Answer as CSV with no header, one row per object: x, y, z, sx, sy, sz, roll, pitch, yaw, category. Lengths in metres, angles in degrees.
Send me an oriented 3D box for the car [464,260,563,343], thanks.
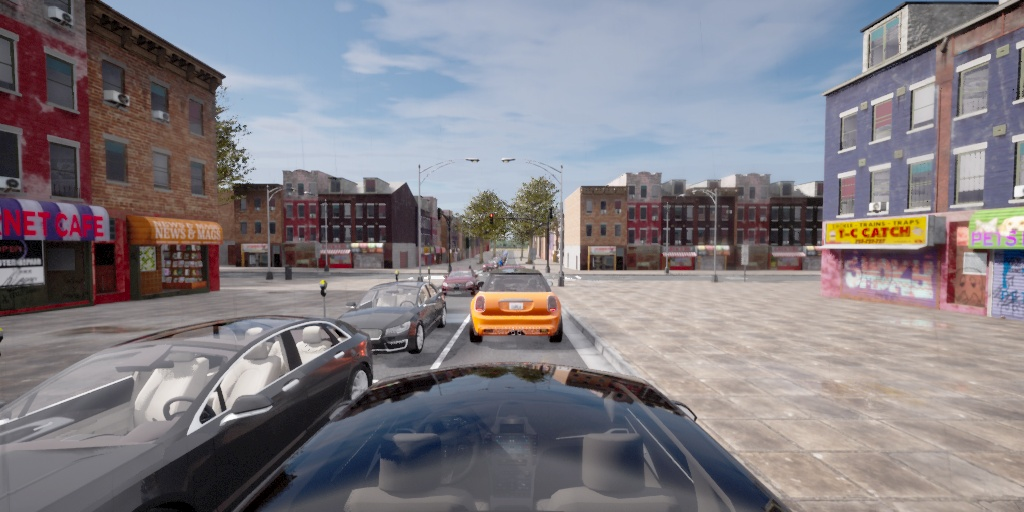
0.083,1.101,9.857,2.097,1.767,4.553,0,0,0,car

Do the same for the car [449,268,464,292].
-2.677,1.336,19.441,1.802,1.307,4.207,0,0,0,car

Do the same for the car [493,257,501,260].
-2.733,1.245,46.216,1.967,1.591,4.097,0,0,0,car

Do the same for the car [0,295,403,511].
-2.643,1.300,3.098,2.007,1.370,4.403,0,0,0,car

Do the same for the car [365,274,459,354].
-2.654,1.299,8.547,2.007,1.370,4.403,0,0,0,car
